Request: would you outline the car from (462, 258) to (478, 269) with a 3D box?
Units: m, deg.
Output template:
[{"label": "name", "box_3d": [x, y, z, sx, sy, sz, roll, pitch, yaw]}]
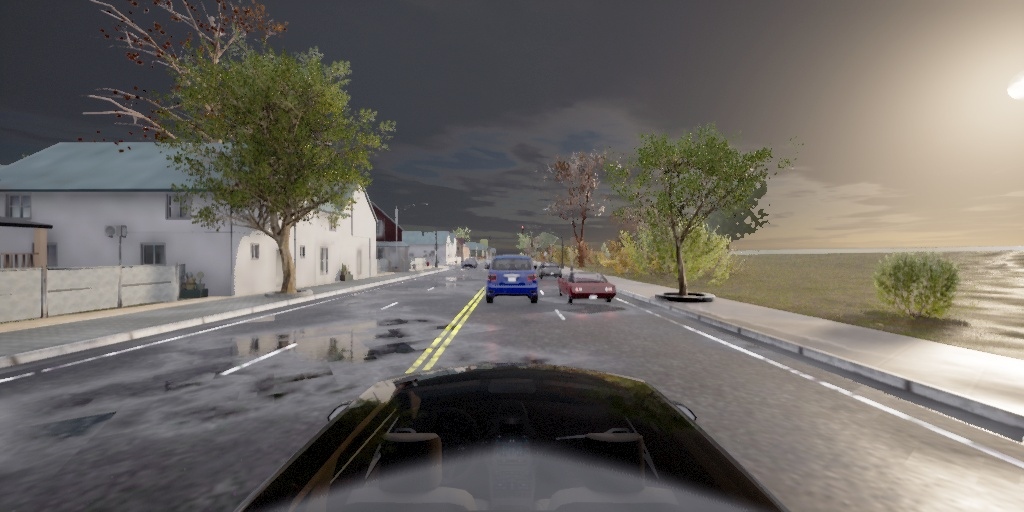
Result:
[{"label": "car", "box_3d": [-6.499, 1.113, 55.531, 2.097, 1.767, 4.553, 0, 0, 0]}]

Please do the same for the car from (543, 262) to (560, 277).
[{"label": "car", "box_3d": [3.250, 1.231, 31.501, 2.128, 1.511, 4.902, 0, 0, 0]}]

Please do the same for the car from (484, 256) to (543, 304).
[{"label": "car", "box_3d": [0.001, 1.001, 16.530, 2.150, 2.045, 5.566, 0, 0, 0]}]

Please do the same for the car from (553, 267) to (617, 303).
[{"label": "car", "box_3d": [3.250, 1.359, 16.531, 1.895, 1.301, 4.718, 0, 0, 0]}]

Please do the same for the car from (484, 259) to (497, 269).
[{"label": "car", "box_3d": [-3.250, 1.269, 55.502, 1.812, 1.442, 4.674, 0, 0, 0]}]
